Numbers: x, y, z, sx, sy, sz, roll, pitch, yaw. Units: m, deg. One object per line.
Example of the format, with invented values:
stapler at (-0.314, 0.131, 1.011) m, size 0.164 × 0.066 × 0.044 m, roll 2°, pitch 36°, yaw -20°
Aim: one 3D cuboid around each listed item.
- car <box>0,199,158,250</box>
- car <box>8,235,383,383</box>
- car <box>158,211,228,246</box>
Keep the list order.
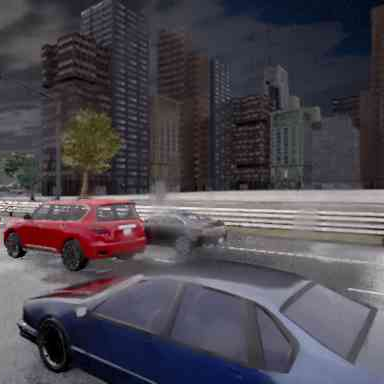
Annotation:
car at (-4.042, 1.251, 11.172) m, size 5.566 × 2.045 × 2.150 m, roll 0°, pitch 0°, yaw 35°
car at (0.122, 1.554, 3.907) m, size 5.357 × 1.411 × 2.033 m, roll 0°, pitch 0°, yaw 36°
car at (-0.943, 1.517, 13.261) m, size 4.902 × 1.511 × 2.128 m, roll 0°, pitch 0°, yaw 36°
